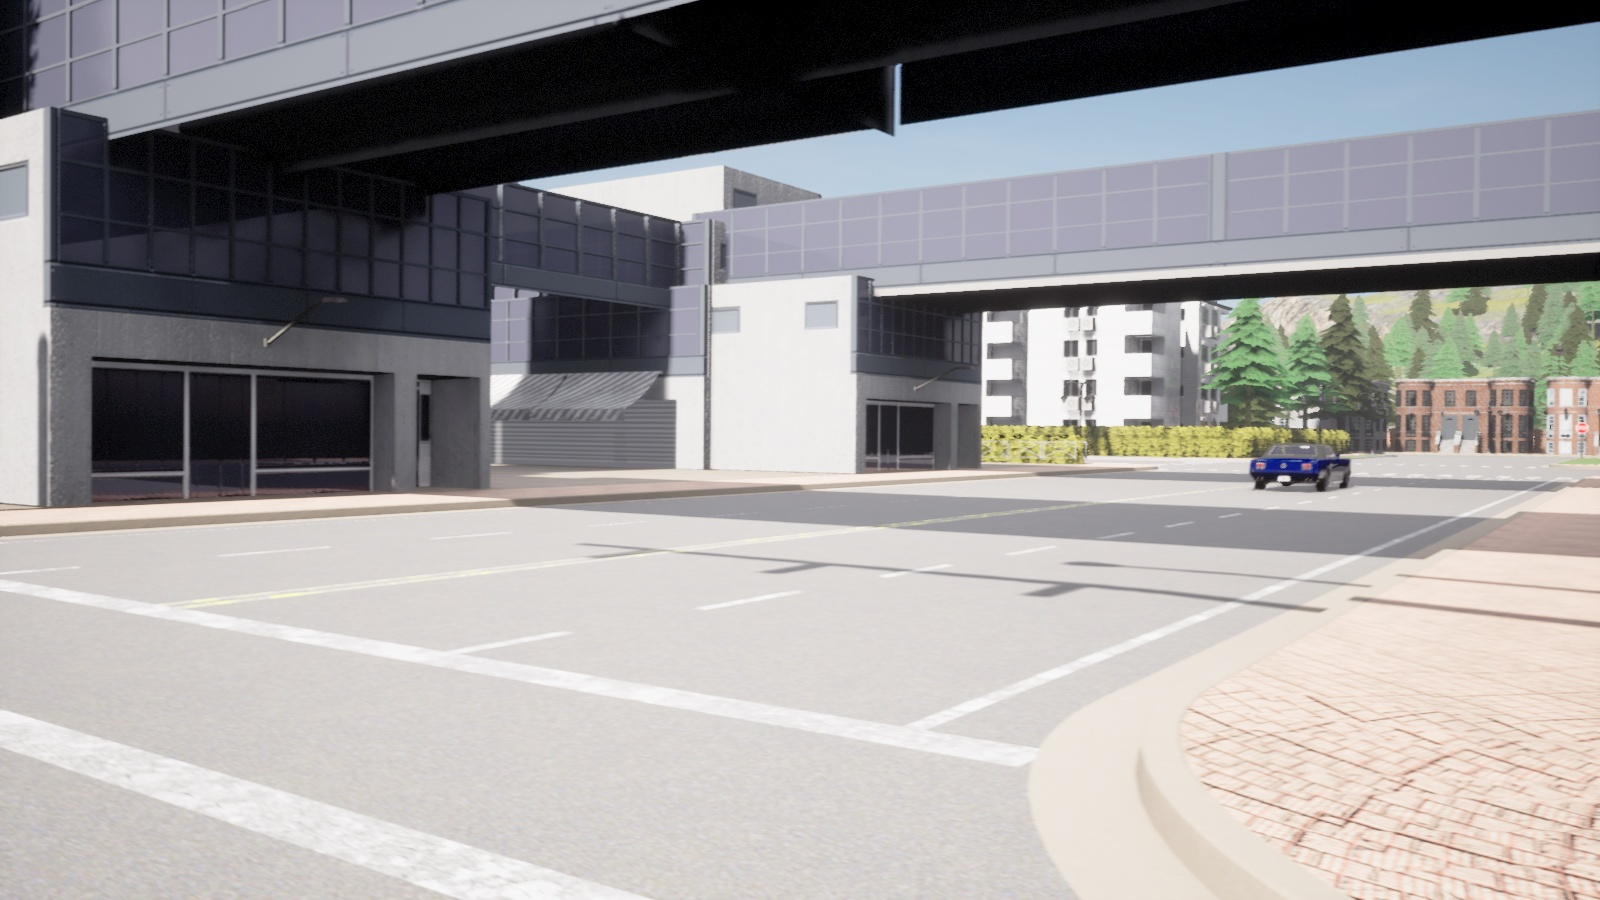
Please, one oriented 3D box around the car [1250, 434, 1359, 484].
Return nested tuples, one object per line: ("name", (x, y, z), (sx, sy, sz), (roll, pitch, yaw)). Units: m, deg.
("car", (14.439, 0.208, 35.783), (1.895, 1.301, 4.718), (0, 1, 34))
